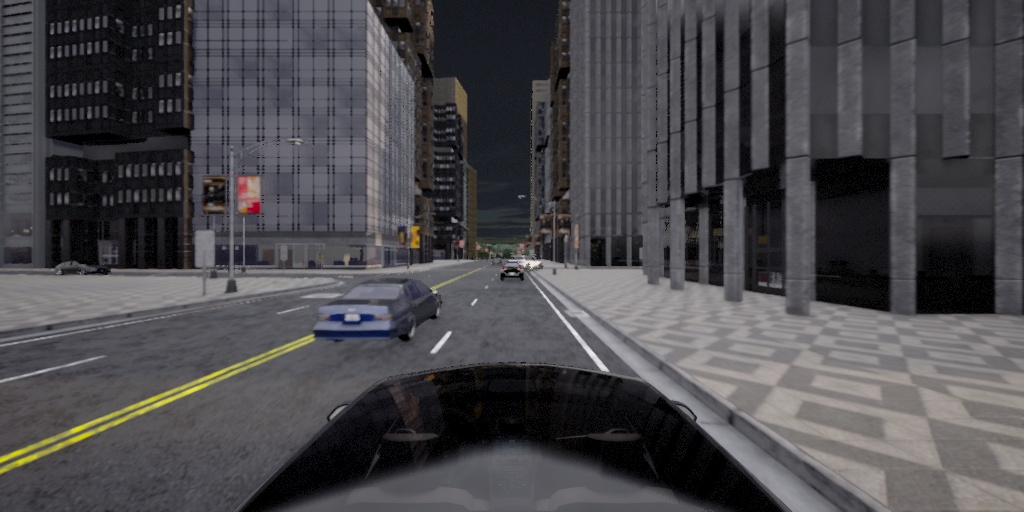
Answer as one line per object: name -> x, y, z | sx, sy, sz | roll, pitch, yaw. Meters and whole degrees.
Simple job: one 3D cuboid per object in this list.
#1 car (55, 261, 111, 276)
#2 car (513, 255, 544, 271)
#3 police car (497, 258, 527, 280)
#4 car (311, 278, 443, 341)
car -> -42.467, 1.224, 35.497 | 4.892, 1.490, 1.837 | 0, 0, 10
car -> 2.081, 0.945, 47.955 | 2.150, 2.045, 5.566 | -2, -1, 35
police car -> 0.002, 1.246, 31.615 | 2.038, 1.542, 4.974 | 0, 0, 0
car -> -3.251, 1.297, 9.813 | 2.033, 1.411, 5.357 | 0, 0, 0
